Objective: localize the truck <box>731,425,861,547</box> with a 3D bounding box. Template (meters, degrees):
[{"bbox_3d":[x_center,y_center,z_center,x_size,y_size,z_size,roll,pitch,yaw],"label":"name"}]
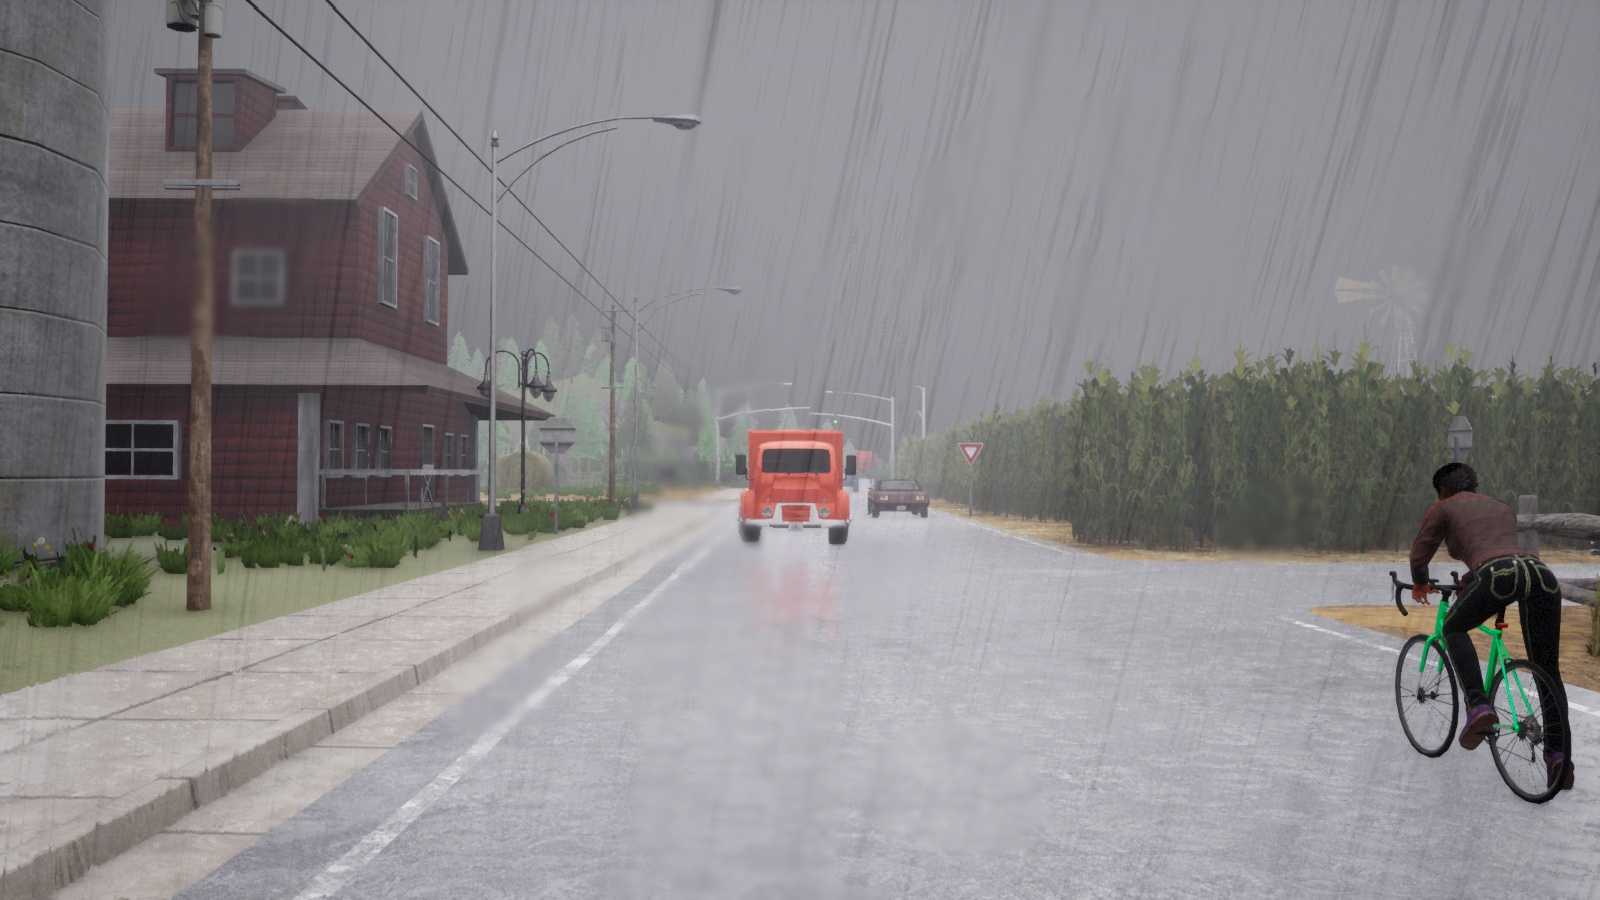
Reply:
[{"bbox_3d":[-0.094,0.809,28.112,2.627,2.467,5.204,0,-2,0],"label":"truck"}]

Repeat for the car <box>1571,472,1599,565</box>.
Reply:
[{"bbox_3d":[15.334,1.094,20.049,4.892,1.490,1.837,0,-1,0],"label":"car"}]

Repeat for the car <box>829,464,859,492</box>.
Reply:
[{"bbox_3d":[3.268,2.101,94.356,2.150,2.045,5.566,0,-1,1],"label":"car"}]

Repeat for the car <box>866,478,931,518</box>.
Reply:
[{"bbox_3d":[3.363,1.634,43.751,1.895,1.301,4.718,0,-1,0],"label":"car"}]

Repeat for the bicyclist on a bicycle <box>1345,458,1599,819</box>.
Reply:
[{"bbox_3d":[3.478,0.862,6.486,0.582,1.620,1.656,0,-1,0],"label":"bicyclist on a bicycle"}]
